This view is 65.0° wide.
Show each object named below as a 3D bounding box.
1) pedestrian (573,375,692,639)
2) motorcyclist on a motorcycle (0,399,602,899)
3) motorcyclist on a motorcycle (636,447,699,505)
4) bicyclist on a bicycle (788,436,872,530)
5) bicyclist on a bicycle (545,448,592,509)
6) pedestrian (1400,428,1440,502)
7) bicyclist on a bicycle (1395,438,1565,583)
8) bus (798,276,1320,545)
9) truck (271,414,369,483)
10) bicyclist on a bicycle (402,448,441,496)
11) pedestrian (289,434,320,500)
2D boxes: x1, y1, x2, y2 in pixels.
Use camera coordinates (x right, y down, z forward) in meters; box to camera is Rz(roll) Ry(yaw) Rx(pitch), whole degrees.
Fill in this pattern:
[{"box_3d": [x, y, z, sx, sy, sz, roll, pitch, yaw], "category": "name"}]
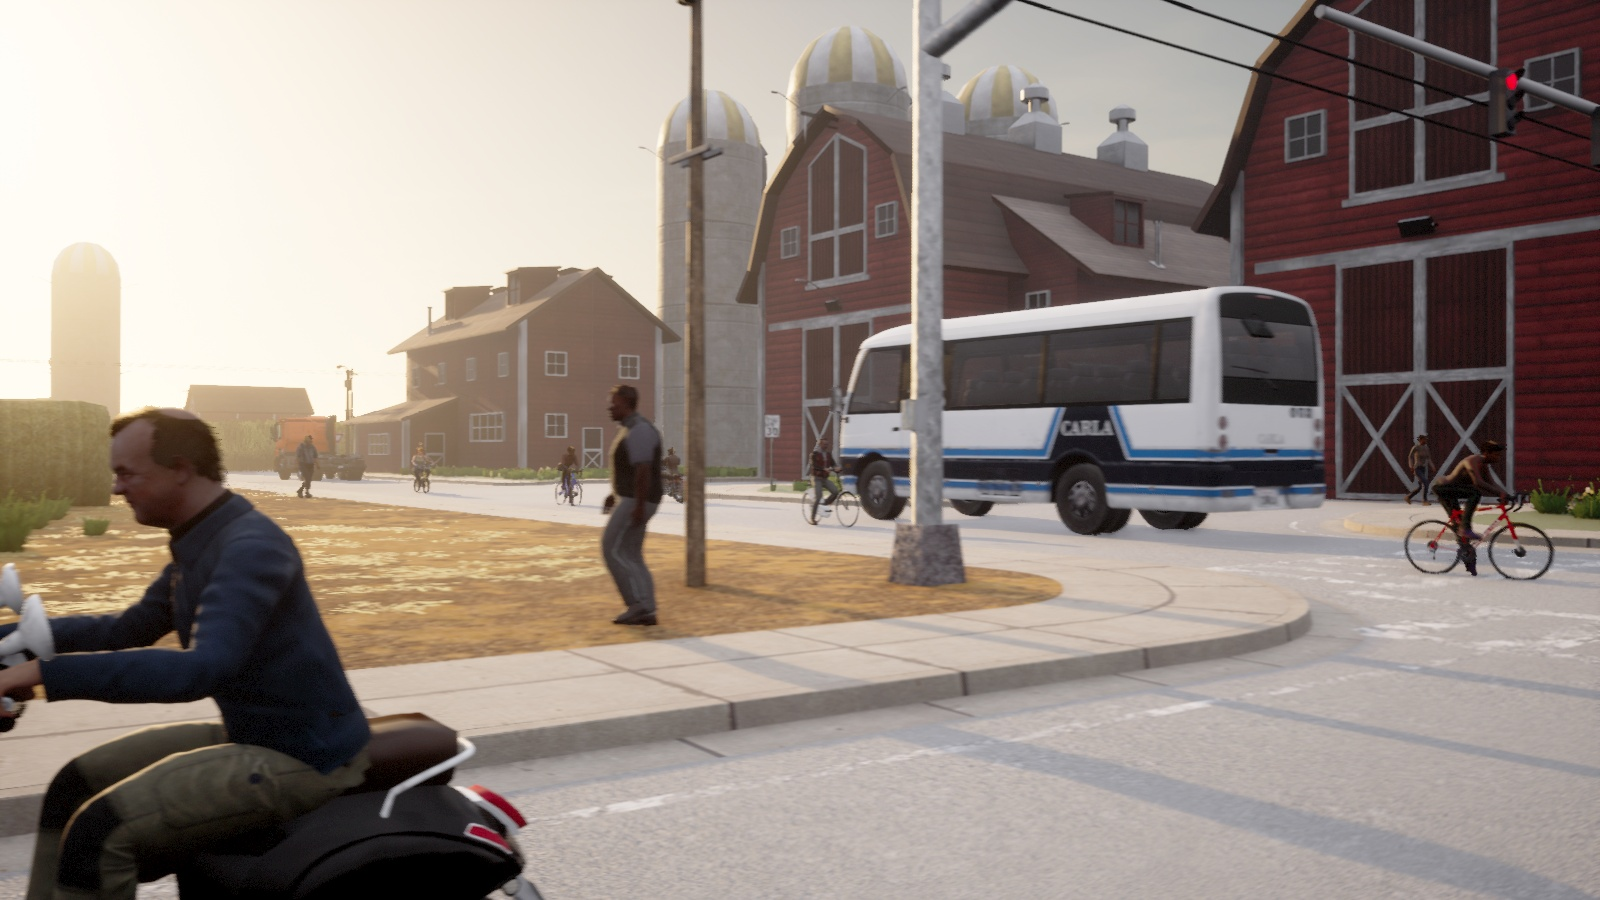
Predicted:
[{"box_3d": [-1.250, 0.407, 9.314, 0.849, 1.883, 0.563, 0, 0, -10], "category": "pedestrian"}, {"box_3d": [-1.438, 0.708, 2.658, 1.817, 1.590, 0.866, 0, 0, -35], "category": "motorcyclist on a motorcycle"}, {"box_3d": [-3.922, 0.751, 36.883, 0.766, 1.649, 2.350, 0, 0, -36], "category": "motorcyclist on a motorcycle"}, {"box_3d": [0.570, 0.628, 24.699, 0.659, 1.776, 1.843, -1, 0, -36], "category": "bicyclist on a bicycle"}, {"box_3d": [-6.317, 0.755, 34.223, 0.582, 1.620, 1.656, 0, 0, -36], "category": "bicyclist on a bicycle"}, {"box_3d": [15.355, 0.378, 31.100, 0.328, 1.805, 0.869, 0, 0, -24], "category": "pedestrian"}, {"box_3d": [7.997, 0.679, 14.822, 0.582, 1.620, 1.656, 1, 0, -43], "category": "bicyclist on a bicycle"}, {"box_3d": [4.564, -0.634, 25.146, 3.944, 4.253, 10.273, 0, 0, -36], "category": "bus"}, {"box_3d": [-25.680, -0.061, 66.962, 2.891, 3.462, 7.936, 0, 0, -36], "category": "truck"}, {"box_3d": [-13.173, 0.751, 43.690, 0.866, 1.612, 1.509, -1, 1, -36], "category": "bicyclist on a bicycle"}, {"box_3d": [-14.000, 0.475, 35.469, 0.694, 1.848, 0.540, 0, 0, 42], "category": "pedestrian"}]
